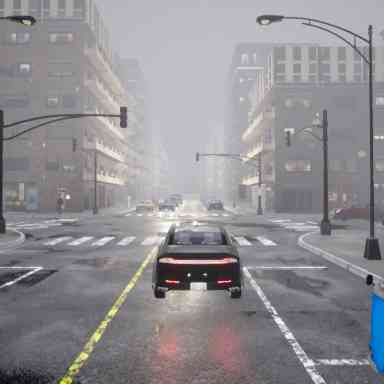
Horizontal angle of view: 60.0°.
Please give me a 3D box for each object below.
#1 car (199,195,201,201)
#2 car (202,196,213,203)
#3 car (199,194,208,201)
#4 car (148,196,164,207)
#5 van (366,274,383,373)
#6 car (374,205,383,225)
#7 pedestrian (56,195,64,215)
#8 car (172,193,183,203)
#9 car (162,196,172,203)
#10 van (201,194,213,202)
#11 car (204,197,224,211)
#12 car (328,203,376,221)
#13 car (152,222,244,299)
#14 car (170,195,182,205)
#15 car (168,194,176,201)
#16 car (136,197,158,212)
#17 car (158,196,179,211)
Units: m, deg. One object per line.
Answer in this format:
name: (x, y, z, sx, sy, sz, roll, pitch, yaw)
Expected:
car: (2.881, 1.552, 68.294, 1.752, 1.417, 4.829, 1, 0, 0)
car: (2.821, 1.567, 45.554, 2.008, 1.369, 4.403, 1, 0, 0)
car: (2.928, 1.352, 85.051, 2.192, 1.841, 5.009, 1, 0, 0)
car: (-5.542, 1.459, 51.218, 1.967, 1.590, 4.097, 1, 0, 0)
van: (2.679, 1.342, 1.965, 1.690, 1.788, 3.998, 1, 0, 0)
car: (13.590, 1.583, 19.687, 4.313, 1.339, 1.947, 0, -1, 1)
pedestrian: (-12.457, 1.217, 31.392, 0.375, 1.860, 0.375, 0, -1, 1)
car: (-2.902, 1.245, 61.551, 2.150, 2.045, 5.566, 0, 0, 1)
car: (-5.485, 1.575, 73.789, 1.887, 1.381, 4.507, 1, 0, 0)
van: (2.854, 1.362, 56.838, 1.690, 1.788, 3.998, 1, 0, 0)
car: (2.807, 1.580, 39.911, 1.947, 1.339, 4.313, 1, 0, 0)
car: (13.715, 1.608, 28.068, 4.097, 1.590, 1.967, 0, -1, 1)
car: (0.123, 1.494, 8.454, 2.128, 1.511, 4.902, 0, 0, 0)
car: (-2.961, 1.544, 50.813, 1.812, 1.442, 4.674, 0, 0, 0)
car: (-5.439, 1.480, 90.717, 1.967, 1.590, 4.097, 1, 0, 0)
car: (-5.573, 1.539, 39.763, 1.752, 1.417, 4.829, 1, 0, 0)
car: (-2.995, 1.562, 40.910, 2.033, 1.411, 5.357, 0, 0, 0)
